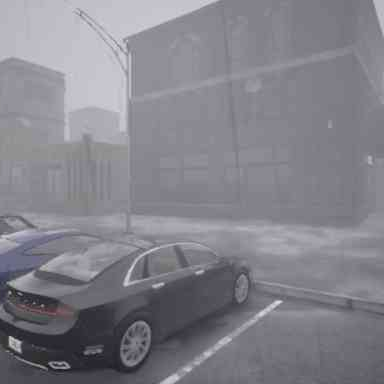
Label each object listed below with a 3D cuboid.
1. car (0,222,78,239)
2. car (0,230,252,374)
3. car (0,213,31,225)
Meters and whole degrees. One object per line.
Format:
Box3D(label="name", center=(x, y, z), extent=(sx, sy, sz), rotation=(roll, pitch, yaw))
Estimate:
Box3D(label="car", center=(-2.889, 1.507, 7.393), extent=(2.002, 1.452, 4.674), rotation=(0, 0, 35))
Box3D(label="car", center=(-0.625, 1.473, 5.782), extent=(2.231, 1.521, 4.892), rotation=(0, 0, 35))
Box3D(label="car", center=(-5.172, 1.338, 8.978), extent=(2.185, 1.767, 4.553), rotation=(0, 0, 35))
